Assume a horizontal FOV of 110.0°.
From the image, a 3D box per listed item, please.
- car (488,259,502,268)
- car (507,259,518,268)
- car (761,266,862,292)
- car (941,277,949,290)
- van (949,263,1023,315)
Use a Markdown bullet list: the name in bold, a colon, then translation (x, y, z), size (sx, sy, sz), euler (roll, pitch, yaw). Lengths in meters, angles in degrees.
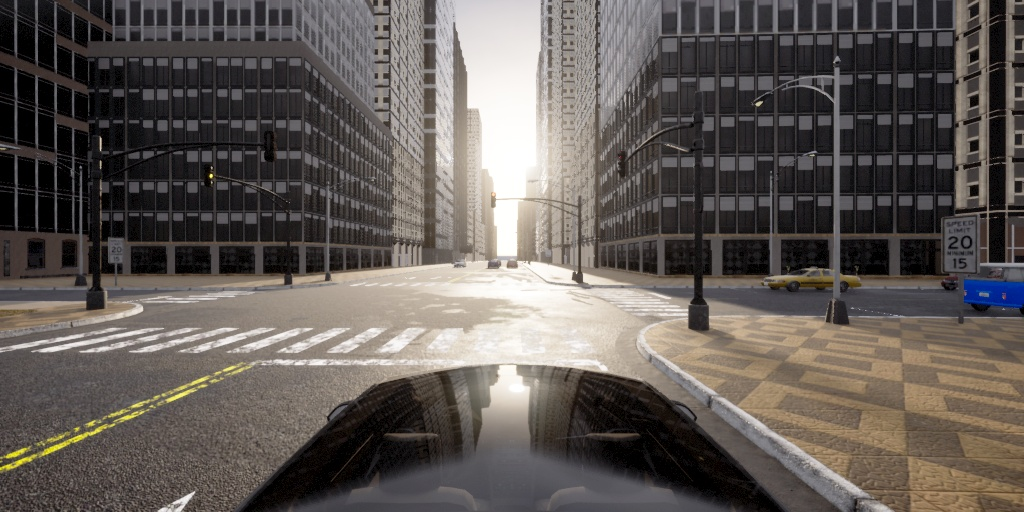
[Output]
- **car**: translation (-3.211, 1.336, 62.826), size (1.882, 1.535, 5.008), euler (0, 0, 0)
- **car**: translation (0.039, 1.425, 63.657), size (1.994, 1.385, 4.181), euler (0, 0, 0)
- **car**: translation (17.099, 1.293, 20.646), size (4.829, 1.417, 1.751), euler (0, 0, 2)
- **car**: translation (26.933, 1.356, 20.155), size (4.207, 1.307, 1.802), euler (0, 0, 2)
- **van**: translation (18.365, 1.119, 12.473), size (3.998, 1.789, 1.690), euler (0, 0, 2)
